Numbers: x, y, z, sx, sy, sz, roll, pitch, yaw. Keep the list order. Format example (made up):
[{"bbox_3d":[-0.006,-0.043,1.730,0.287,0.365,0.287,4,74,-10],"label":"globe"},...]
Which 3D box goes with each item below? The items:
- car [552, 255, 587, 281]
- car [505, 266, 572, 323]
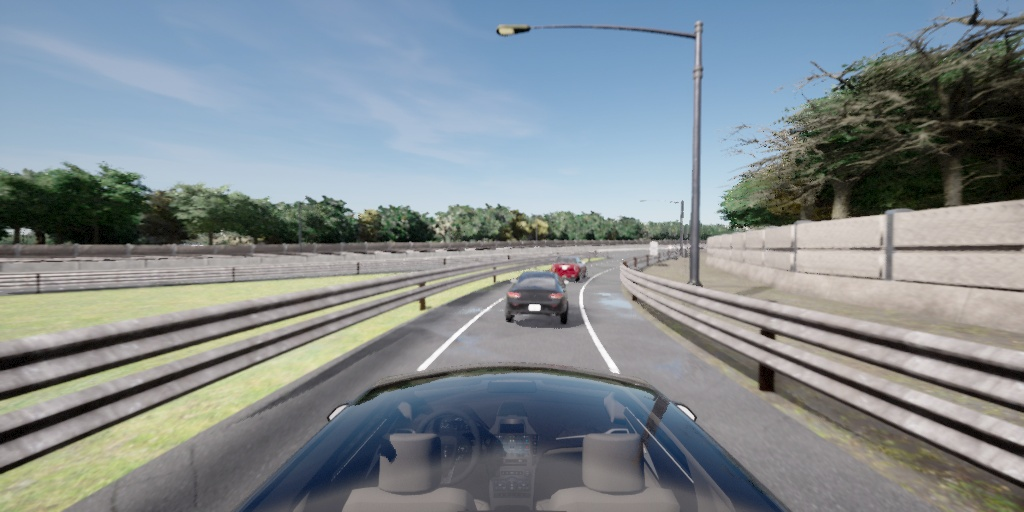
[{"bbox_3d":[4.225,0.793,26.305,2.097,1.767,4.553,1,1,18],"label":"car"},{"bbox_3d":[0.887,1.214,11.820,1.812,1.442,4.674,1,0,7],"label":"car"}]
